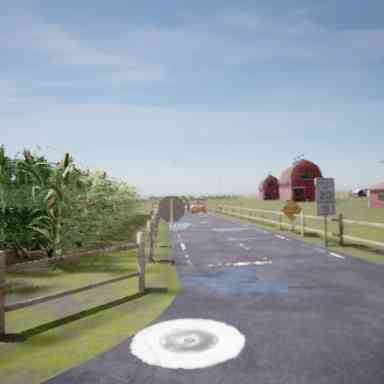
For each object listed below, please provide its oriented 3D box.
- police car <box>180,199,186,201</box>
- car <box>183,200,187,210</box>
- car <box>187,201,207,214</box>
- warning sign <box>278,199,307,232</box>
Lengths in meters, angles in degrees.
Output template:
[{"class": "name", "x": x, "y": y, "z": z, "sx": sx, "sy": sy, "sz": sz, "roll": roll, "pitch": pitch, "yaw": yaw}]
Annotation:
[{"class": "police car", "x": -1.811, "y": 3.007, "z": 89.138, "sx": 1.930, "sy": 1.638, "sz": 5.238, "roll": -1, "pitch": -1, "yaw": -5}, {"class": "car", "x": -0.127, "y": 2.640, "z": 61.246, "sx": 1.994, "sy": 1.385, "sz": 4.181, "roll": -1, "pitch": -1, "yaw": -5}, {"class": "car", "x": 0.934, "y": 2.196, "z": 49.008, "sx": 2.097, "sy": 1.767, "sz": 4.553, "roll": -1, "pitch": -1, "yaw": -5}, {"class": "warning sign", "x": 5.840, "y": 1.338, "z": 19.447, "sx": 1.300, "sy": 1.860, "sz": 1.060, "roll": -1, "pitch": -1, "yaw": -5}]
